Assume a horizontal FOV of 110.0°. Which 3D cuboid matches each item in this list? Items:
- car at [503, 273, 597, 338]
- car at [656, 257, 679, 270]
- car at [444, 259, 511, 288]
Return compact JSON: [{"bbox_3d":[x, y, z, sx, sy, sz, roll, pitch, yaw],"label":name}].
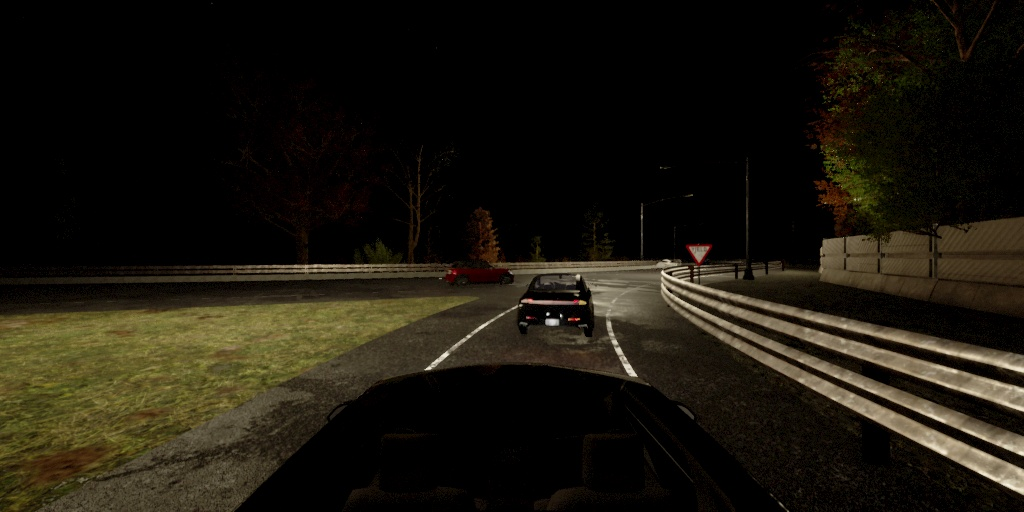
[{"bbox_3d":[1.367,1.242,10.292,2.128,1.511,4.902,0,0,11],"label":"car"},{"bbox_3d":[21.832,1.274,50.217,4.674,1.442,1.812,0,0,-45],"label":"car"},{"bbox_3d":[-2.159,1.100,24.073,4.553,1.767,2.097,0,0,-28],"label":"car"}]
